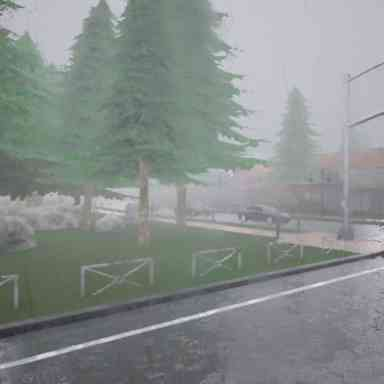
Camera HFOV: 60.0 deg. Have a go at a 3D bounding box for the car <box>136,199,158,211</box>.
[{"bbox_3d":[-6.240,1.663,44.803,2.097,1.767,4.553,0,0,-30],"label":"car"}]

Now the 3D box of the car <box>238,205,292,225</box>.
[{"bbox_3d":[5.802,1.812,27.021,1.837,1.490,4.892,1,0,-35],"label":"car"}]

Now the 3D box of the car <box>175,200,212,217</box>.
[{"bbox_3d":[0.142,1.660,35.080,2.097,1.767,4.553,0,0,-35],"label":"car"}]
